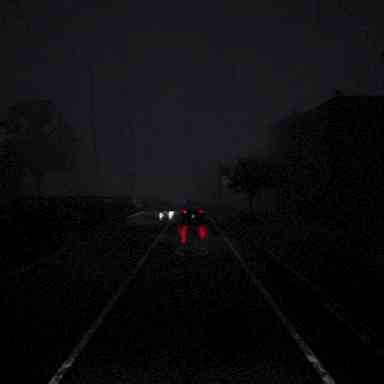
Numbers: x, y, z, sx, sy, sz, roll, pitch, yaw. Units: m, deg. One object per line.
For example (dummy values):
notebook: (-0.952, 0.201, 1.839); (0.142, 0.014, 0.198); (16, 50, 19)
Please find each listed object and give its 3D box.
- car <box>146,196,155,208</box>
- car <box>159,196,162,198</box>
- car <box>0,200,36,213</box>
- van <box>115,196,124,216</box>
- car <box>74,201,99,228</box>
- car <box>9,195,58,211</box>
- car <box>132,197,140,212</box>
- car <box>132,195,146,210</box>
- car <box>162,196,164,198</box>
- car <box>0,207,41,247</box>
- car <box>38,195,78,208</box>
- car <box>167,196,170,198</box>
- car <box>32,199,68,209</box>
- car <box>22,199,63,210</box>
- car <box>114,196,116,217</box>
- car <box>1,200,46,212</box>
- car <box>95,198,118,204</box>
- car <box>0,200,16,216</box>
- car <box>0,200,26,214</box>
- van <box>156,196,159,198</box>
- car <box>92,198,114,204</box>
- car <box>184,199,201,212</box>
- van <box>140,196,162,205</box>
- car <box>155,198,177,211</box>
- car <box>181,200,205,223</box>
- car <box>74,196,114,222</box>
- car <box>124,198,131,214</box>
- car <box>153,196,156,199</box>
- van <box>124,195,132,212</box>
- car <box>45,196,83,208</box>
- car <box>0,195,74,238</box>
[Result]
car: (-8.884, 1.819, 52.029); (5.008, 1.535, 2.097); (0, -1, 0)
car: (-8.883, 2.027, 66.040); (4.792, 1.488, 2.163); (0, -1, 0)
car: (-21.921, 1.729, 40.660); (4.792, 1.488, 2.163); (0, -1, 0)
van: (-8.739, 1.367, 29.605); (4.442, 1.987, 1.878); (0, -1, 0)
car: (-8.856, 1.520, 21.193); (4.892, 1.521, 2.231); (0, 0, 0)
car: (-21.931, 1.503, 46.231); (5.566, 2.045, 2.435); (0, -1, 0)
car: (-8.861, 1.673, 38.013); (5.008, 1.535, 2.097); (0, -1, 0)
car: (-8.899, 1.449, 40.819); (5.566, 2.045, 2.435); (0, -1, 0)
car: (-8.912, 2.034, 68.844); (5.008, 1.535, 2.097); (0, -1, 0)
car: (-8.845, 1.475, 12.788); (4.892, 1.521, 2.231); (0, 0, 0)
car: (-21.944, 1.600, 54.586); (5.566, 2.045, 2.435); (0, -1, 0)
car: (-8.912, 1.963, 82.862); (5.566, 2.045, 2.435); (0, -1, 0)
car: (-21.966, 1.856, 51.675); (4.674, 1.452, 2.002); (0, -1, 0)
car: (-21.959, 1.786, 49.015); (5.008, 1.535, 2.097); (0, -1, 0)
car: (-8.821, 1.440, 26.800); (4.553, 1.767, 2.185); (0, -1, 0)
car: (-21.984, 1.756, 43.445); (4.792, 1.488, 2.163); (0, -1, 0)
car: (-21.839, 2.242, 85.243); (5.366, 1.575, 1.946); (0, -1, 0)
car: (-21.756, 1.643, 35.090); (5.366, 1.575, 1.946); (0, -1, 0)
car: (-21.940, 1.672, 37.876); (5.008, 1.535, 2.097); (0, -1, 0)
van: (-8.787, 1.700, 60.438); (4.442, 1.987, 1.878); (0, -1, 0)
car: (-22.025, 2.210, 82.466); (4.892, 1.521, 2.231); (0, -1, 0)
car: (0.041, 1.752, 43.558); (2.128, 1.511, 4.902); (0, -1, 0)
van: (-8.805, 1.844, 71.650); (4.442, 1.987, 1.878); (0, -1, 0)
car: (-3.349, 1.828, 43.883); (1.994, 1.385, 4.181); (0, -1, 0)
car: (0.086, 1.626, 26.705); (1.812, 1.442, 4.674); (0, -1, 0)
car: (-8.879, 1.291, 24.000); (5.566, 2.045, 2.435); (0, 0, 0)
car: (-8.852, 1.621, 32.407); (4.892, 1.521, 2.231); (0, -1, 0)
car: (-9.080, 1.851, 54.828); (5.366, 1.575, 1.946); (0, -1, 0)
van: (-8.978, 1.421, 35.211); (4.442, 1.987, 1.878); (0, -1, 0)
car: (-21.949, 1.634, 57.248); (5.566, 2.045, 2.435); (0, -1, 0)
car: (-8.879, 1.234, 15.590); (5.566, 2.045, 2.435); (0, 0, 0)
